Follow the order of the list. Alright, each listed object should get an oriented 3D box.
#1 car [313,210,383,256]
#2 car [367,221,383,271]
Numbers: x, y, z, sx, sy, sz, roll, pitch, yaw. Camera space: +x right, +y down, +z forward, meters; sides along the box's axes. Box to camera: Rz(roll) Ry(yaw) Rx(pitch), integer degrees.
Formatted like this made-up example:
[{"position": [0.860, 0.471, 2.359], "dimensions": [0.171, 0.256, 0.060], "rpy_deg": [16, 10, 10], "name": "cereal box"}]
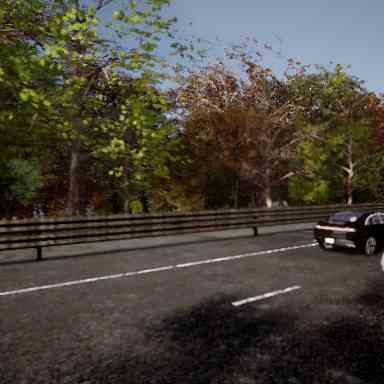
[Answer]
[{"position": [6.727, 1.467, 12.931], "dimensions": [4.902, 1.511, 2.128], "rpy_deg": [0, 0, -36], "name": "car"}, {"position": [6.644, 1.504, 8.544], "dimensions": [4.674, 1.442, 1.812], "rpy_deg": [0, 0, -36], "name": "car"}]
